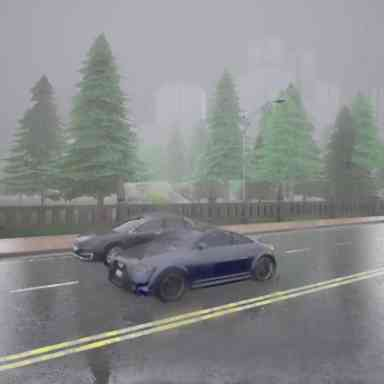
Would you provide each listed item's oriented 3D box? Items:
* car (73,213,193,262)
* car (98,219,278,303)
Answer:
[{"bbox_3d":[-1.487,1.504,11.341,4.892,1.490,1.837,1,0,-33],"label":"car"},{"bbox_3d":[0.115,1.562,8.211,4.181,1.385,1.994,0,0,-33],"label":"car"}]
